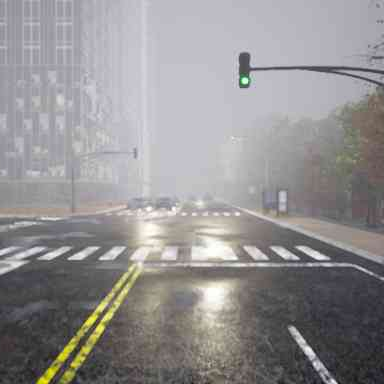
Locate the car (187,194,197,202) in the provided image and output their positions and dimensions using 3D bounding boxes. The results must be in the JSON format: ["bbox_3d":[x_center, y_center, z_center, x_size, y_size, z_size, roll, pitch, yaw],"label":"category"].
[{"bbox_3d":[0.047,1.309,69.379,1.994,1.385,4.181,0,0,0],"label":"car"}]

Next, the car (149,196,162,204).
[{"bbox_3d":[-6.461,1.394,59.415,1.895,1.301,4.718,0,0,0],"label":"car"}]

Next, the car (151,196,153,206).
[{"bbox_3d":[-6.528,1.320,49.342,2.128,1.511,4.902,0,0,0],"label":"car"}]

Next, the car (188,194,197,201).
[{"bbox_3d":[0.053,1.246,79.410,2.033,1.411,5.357,0,0,0],"label":"car"}]

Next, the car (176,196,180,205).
[{"bbox_3d":[-3.276,1.428,49.712,1.895,1.301,4.718,0,0,1],"label":"car"}]

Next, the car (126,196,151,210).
[{"bbox_3d":[-6.561,1.386,40.076,1.812,1.442,4.674,0,0,1],"label":"car"}]

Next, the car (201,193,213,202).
[{"bbox_3d":[3.297,1.113,69.346,2.097,1.767,4.553,0,0,0],"label":"car"}]

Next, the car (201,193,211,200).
[{"bbox_3d":[3.303,1.062,79.377,2.097,1.767,4.553,0,0,0],"label":"car"}]

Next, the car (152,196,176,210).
[{"bbox_3d":[-3.314,1.337,40.368,1.882,1.535,5.008,0,0,0],"label":"car"}]

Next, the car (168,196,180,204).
[{"bbox_3d":[-3.211,1.356,59.617,1.994,1.385,4.181,0,0,0],"label":"car"}]
